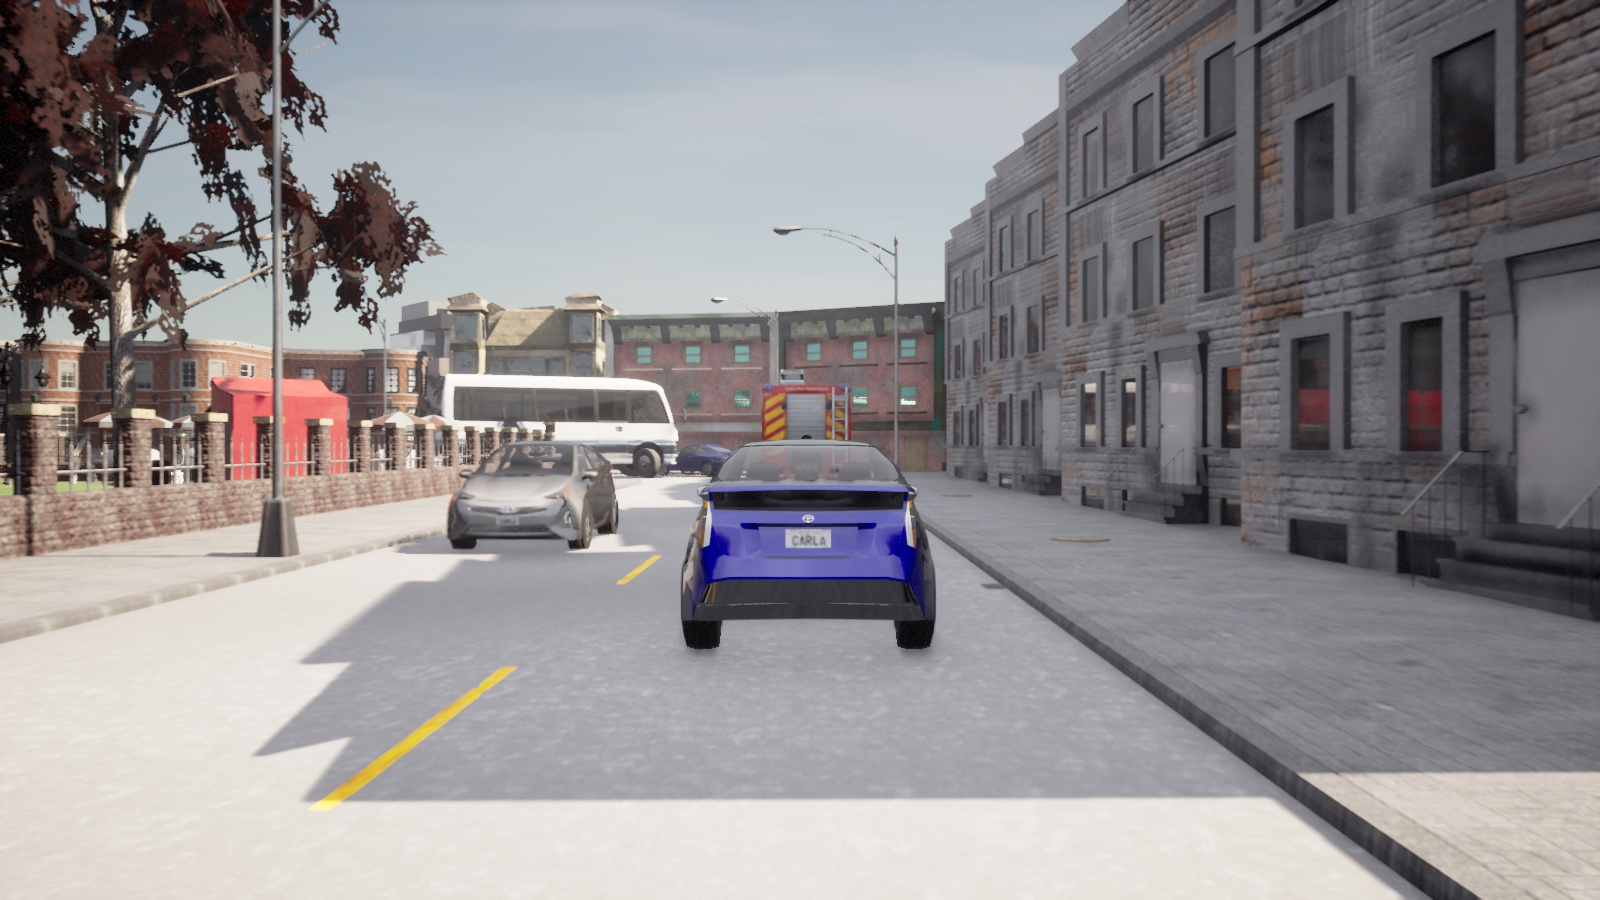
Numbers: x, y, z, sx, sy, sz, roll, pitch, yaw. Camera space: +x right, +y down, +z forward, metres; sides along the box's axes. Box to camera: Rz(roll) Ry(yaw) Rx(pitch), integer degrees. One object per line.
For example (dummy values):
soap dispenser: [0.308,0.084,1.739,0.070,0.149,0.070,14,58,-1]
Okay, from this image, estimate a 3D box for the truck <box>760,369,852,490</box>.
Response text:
truck: [0.215,-0.664,43.705,2.891,3.827,8.468,0,0,0]

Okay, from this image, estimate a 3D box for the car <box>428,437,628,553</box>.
car: [-3.898,0.584,18.846,2.007,1.525,4.514,0,0,0]

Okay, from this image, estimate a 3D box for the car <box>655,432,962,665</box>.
car: [0.065,0.634,10.476,2.007,1.525,4.514,0,0,0]

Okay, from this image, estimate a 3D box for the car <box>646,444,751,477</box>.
car: [-4.564,0.458,56.229,4.674,1.442,1.812,0,-1,38]

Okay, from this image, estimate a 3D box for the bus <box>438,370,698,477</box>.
bus: [-9.861,-0.991,53.480,10.273,4.253,3.944,0,-1,-22]
